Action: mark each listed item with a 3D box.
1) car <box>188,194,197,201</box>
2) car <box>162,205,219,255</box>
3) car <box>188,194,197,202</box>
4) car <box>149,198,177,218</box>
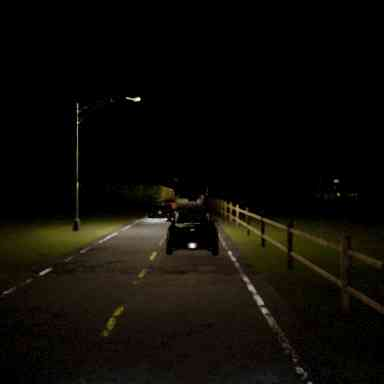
[{"bbox_3d":[0.156,1.313,86.269,2.097,1.767,4.553,0,0,0],"label":"car"},{"bbox_3d":[0.019,1.496,13.301,1.837,1.490,4.892,0,0,0],"label":"car"},{"bbox_3d":[0.137,1.434,76.266,2.097,1.767,4.553,0,0,0],"label":"car"},{"bbox_3d":[-2.706,1.553,30.036,1.994,1.385,4.181,0,0,0],"label":"car"}]
